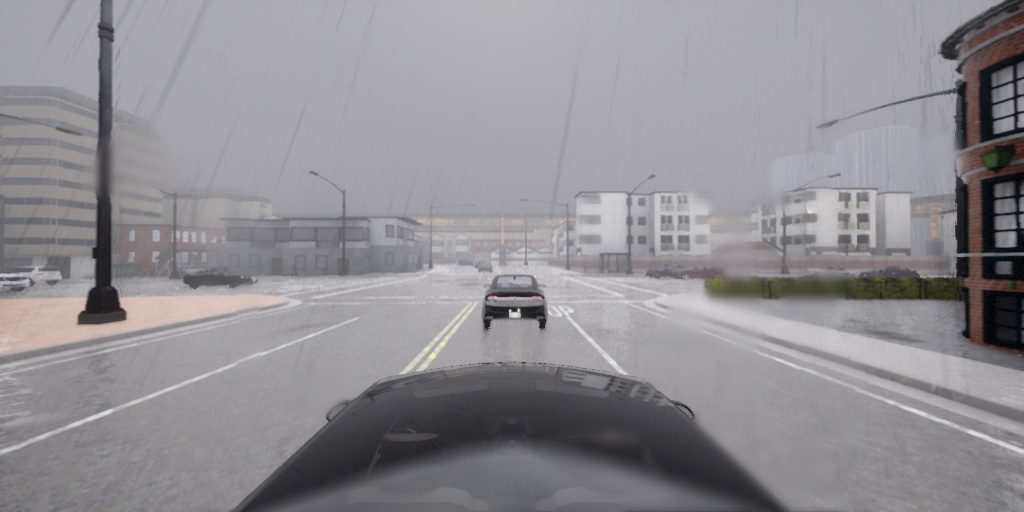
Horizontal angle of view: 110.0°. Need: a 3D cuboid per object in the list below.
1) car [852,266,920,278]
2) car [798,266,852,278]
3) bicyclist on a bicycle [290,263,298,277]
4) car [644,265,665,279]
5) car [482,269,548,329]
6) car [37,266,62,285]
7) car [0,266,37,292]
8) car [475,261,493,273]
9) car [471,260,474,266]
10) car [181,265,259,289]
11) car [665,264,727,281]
[{"bbox_3d":[35.472,1.672,33.849,4.181,1.385,1.994,0,-1,5],"label":"car"},{"bbox_3d":[32.909,1.750,37.577,4.718,1.301,1.895,0,-1,3],"label":"car"},{"bbox_3d":[-26.412,1.730,43.425,0.582,1.620,1.656,-1,0,-1],"label":"bicyclist on a bicycle"},{"bbox_3d":[16.611,1.645,38.116,4.902,1.511,2.128,0,-1,1],"label":"car"},{"bbox_3d":[0.084,1.353,11.774,2.128,1.511,4.902,0,-1,0],"label":"car"},{"bbox_3d":[-50.163,2.095,37.009,5.566,2.045,2.150,-1,-1,-1],"label":"car"},{"bbox_3d":[-39.732,1.760,26.626,5.566,2.045,2.150,-1,-1,-1],"label":"car"},{"bbox_3d":[-3.669,1.614,50.777,2.033,1.411,5.357,0,1,0],"label":"car"},{"bbox_3d":[-5.203,1.507,61.369,1.994,1.385,4.181,0,1,-15],"label":"car"},{"bbox_3d":[-21.854,1.673,27.054,4.902,1.511,2.128,-1,-1,-1],"label":"car"},{"bbox_3d":[17.964,1.594,34.588,5.008,1.535,1.882,0,-1,1],"label":"car"}]
